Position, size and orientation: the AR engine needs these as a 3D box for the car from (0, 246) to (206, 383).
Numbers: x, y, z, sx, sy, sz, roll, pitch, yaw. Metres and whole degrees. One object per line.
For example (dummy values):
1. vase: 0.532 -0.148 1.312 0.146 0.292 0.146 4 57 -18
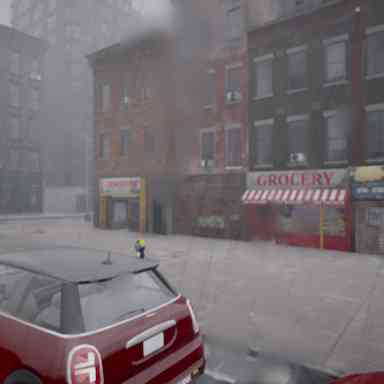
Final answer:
1. car: -1.929 1.424 4.218 4.097 1.590 1.967 0 0 36

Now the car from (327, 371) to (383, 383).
1. car: 2.534 1.551 0.997 4.507 1.381 1.887 0 0 36
